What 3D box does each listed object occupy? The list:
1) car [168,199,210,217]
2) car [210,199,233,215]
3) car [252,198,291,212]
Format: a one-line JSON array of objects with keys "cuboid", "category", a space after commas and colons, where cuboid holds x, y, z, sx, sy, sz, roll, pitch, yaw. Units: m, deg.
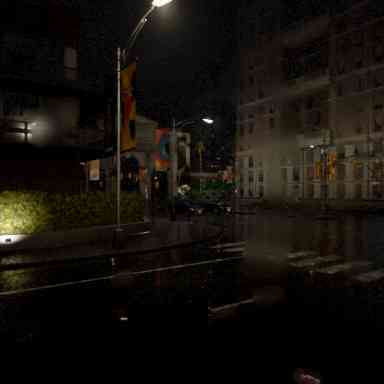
[{"cuboid": [-0.621, 1.526, 32.112, 1.812, 1.442, 4.674, 0, 0, -35], "category": "car"}, {"cuboid": [2.170, 1.491, 34.229, 2.128, 1.511, 4.902, 0, 0, -35], "category": "car"}, {"cuboid": [9.142, 1.504, 38.555, 1.837, 1.490, 4.892, 0, 0, -35], "category": "car"}]
